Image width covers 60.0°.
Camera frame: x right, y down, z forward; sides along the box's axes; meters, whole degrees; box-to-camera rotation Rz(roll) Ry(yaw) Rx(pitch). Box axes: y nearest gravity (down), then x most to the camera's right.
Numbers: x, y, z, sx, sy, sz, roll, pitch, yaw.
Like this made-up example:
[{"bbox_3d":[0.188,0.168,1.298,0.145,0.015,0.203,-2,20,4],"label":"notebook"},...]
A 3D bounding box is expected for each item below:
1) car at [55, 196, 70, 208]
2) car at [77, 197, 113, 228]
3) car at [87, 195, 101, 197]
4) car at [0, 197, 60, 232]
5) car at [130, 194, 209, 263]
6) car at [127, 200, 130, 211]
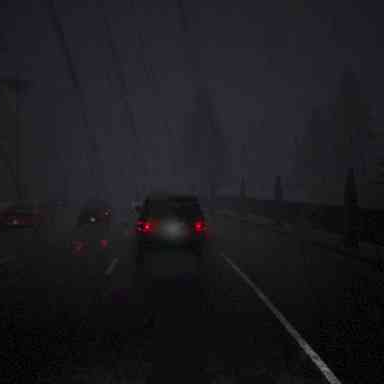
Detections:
[{"bbox_3d":[-15.198,1.146,38.438,1.994,1.385,4.181,0,1,-22],"label":"car"},{"bbox_3d":[-5.871,1.296,20.436,1.812,1.442,4.674,0,1,-11],"label":"car"},{"bbox_3d":[-11.264,1.065,38.064,2.128,1.511,4.902,0,1,-22],"label":"car"},{"bbox_3d":[-9.089,1.279,18.708,1.882,1.535,5.008,0,1,-11],"label":"car"},{"bbox_3d":[-0.817,1.081,11.622,2.150,2.045,5.566,0,1,-7],"label":"car"},{"bbox_3d":[-4.965,1.167,30.824,1.812,1.442,4.674,0,1,-16],"label":"car"}]
